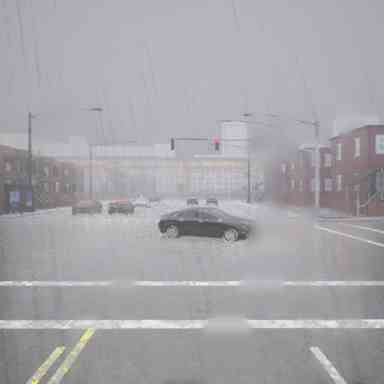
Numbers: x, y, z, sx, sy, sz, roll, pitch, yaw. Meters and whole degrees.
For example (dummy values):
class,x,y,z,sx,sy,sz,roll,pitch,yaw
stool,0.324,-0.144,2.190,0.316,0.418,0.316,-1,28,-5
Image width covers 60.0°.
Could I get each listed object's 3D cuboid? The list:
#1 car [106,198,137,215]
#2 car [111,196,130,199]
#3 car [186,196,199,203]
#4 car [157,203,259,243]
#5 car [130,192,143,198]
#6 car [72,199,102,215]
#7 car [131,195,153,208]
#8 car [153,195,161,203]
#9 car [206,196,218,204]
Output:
class,x,y,z,sx,sy,sz,roll,pitch,yaw
car,-7.107,1.601,33.639,1.895,1.301,4.718,0,0,0
car,-10.608,1.351,46.998,2.097,1.767,4.553,0,0,0
car,0.085,1.478,56.346,1.882,1.535,5.008,0,0,0
car,0.713,1.505,15.916,4.892,1.490,1.837,0,2,24
car,-10.521,1.031,63.606,2.150,2.045,5.566,0,0,0
car,-10.609,1.478,33.865,1.882,1.535,5.008,0,0,0
car,-7.100,1.526,47.280,1.812,1.442,4.674,0,1,0
car,-7.021,1.346,63.637,2.033,1.411,5.357,0,0,0
car,3.481,1.505,58.461,1.837,1.490,4.892,0,0,0
